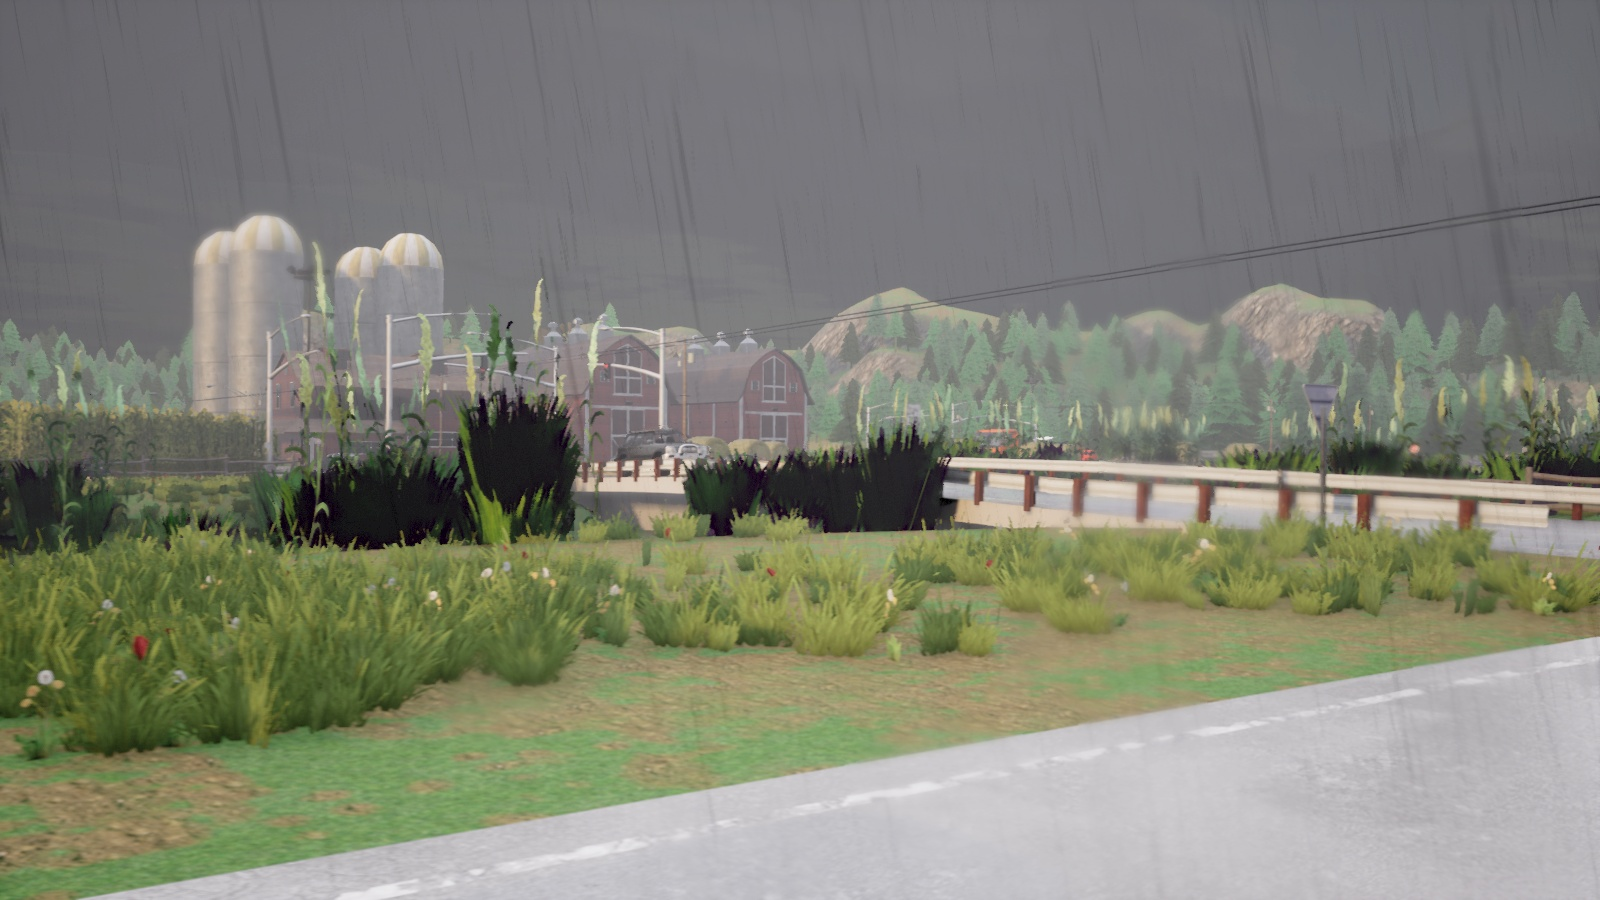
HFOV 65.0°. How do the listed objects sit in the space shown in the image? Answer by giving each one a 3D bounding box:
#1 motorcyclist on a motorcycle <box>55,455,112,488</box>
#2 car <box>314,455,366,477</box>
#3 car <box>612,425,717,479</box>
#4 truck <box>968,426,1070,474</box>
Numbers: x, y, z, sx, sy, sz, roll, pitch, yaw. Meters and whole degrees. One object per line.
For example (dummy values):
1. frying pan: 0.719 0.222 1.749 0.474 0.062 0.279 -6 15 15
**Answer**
1. motorcyclist on a motorcycle: -33.544 1.005 58.838 2.191 1.530 0.866 0 0 -41
2. car: -32.104 1.071 87.562 1.837 1.490 4.892 0 0 -41
3. car: -5.141 0.116 47.072 1.932 1.855 4.605 0 -2 -34
4. truck: 16.432 0.035 93.902 7.936 3.462 2.891 0 0 -38
